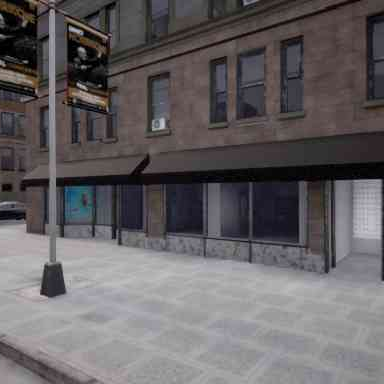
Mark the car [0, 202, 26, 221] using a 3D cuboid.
[{"bbox_3d":[-14.199,1.545,25.272,1.837,1.490,4.892,0,0,37],"label":"car"}]
